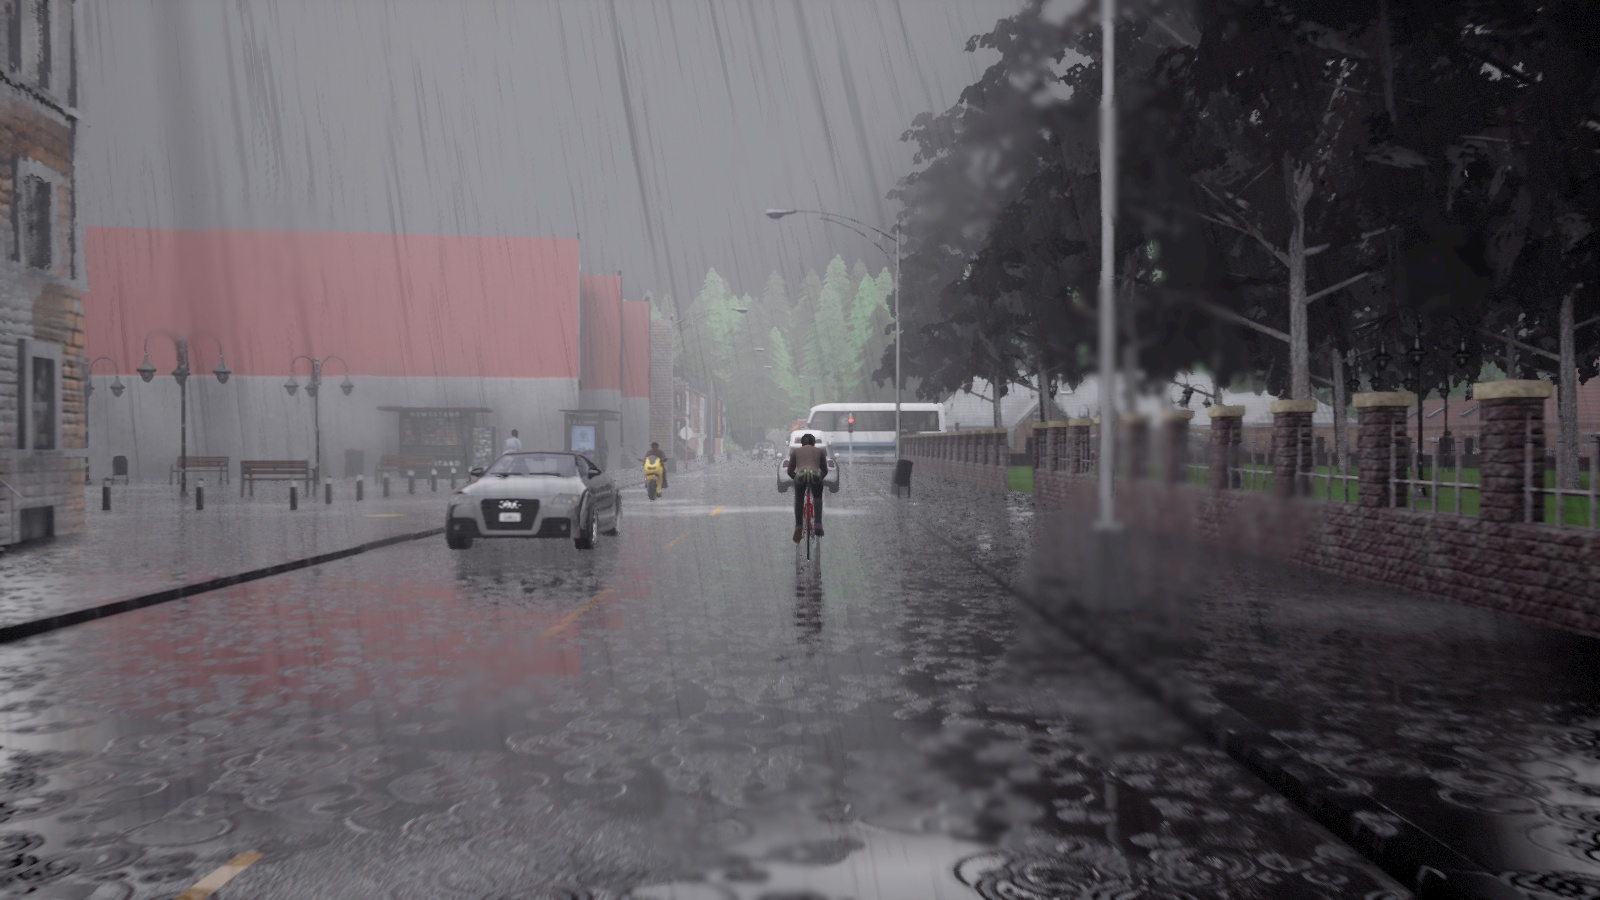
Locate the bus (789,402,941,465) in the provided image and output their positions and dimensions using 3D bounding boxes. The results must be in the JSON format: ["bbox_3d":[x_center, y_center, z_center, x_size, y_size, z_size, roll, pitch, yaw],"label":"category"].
[{"bbox_3d":[4.484,-1.118,87.258,10.273,4.253,3.944,0,0,3],"label":"bus"}]

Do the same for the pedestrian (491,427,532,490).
[{"bbox_3d":[-8.542,0.240,37.152,0.874,1.855,0.900,0,0,14],"label":"pedestrian"}]

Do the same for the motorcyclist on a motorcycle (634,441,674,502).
[{"bbox_3d":[-3.788,0.541,32.711,0.797,1.523,2.044,0,0,0],"label":"motorcyclist on a motorcycle"}]

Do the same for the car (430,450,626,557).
[{"bbox_3d":[-3.879,0.702,18.664,1.994,1.385,4.181,0,0,0],"label":"car"}]

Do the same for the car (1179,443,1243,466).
[{"bbox_3d":[27.099,0.315,82.879,3.633,1.501,1.845,0,0,-1],"label":"car"}]

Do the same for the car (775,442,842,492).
[{"bbox_3d":[0.255,0.493,38.888,1.970,1.475,3.806,0,0,0],"label":"car"}]

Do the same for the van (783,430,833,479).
[{"bbox_3d":[0.362,0.164,54.343,2.069,2.038,4.480,0,0,1],"label":"van"}]

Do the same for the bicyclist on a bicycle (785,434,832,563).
[{"bbox_3d":[0.109,0.606,16.596,0.582,1.620,1.656,0,0,0],"label":"bicyclist on a bicycle"}]
